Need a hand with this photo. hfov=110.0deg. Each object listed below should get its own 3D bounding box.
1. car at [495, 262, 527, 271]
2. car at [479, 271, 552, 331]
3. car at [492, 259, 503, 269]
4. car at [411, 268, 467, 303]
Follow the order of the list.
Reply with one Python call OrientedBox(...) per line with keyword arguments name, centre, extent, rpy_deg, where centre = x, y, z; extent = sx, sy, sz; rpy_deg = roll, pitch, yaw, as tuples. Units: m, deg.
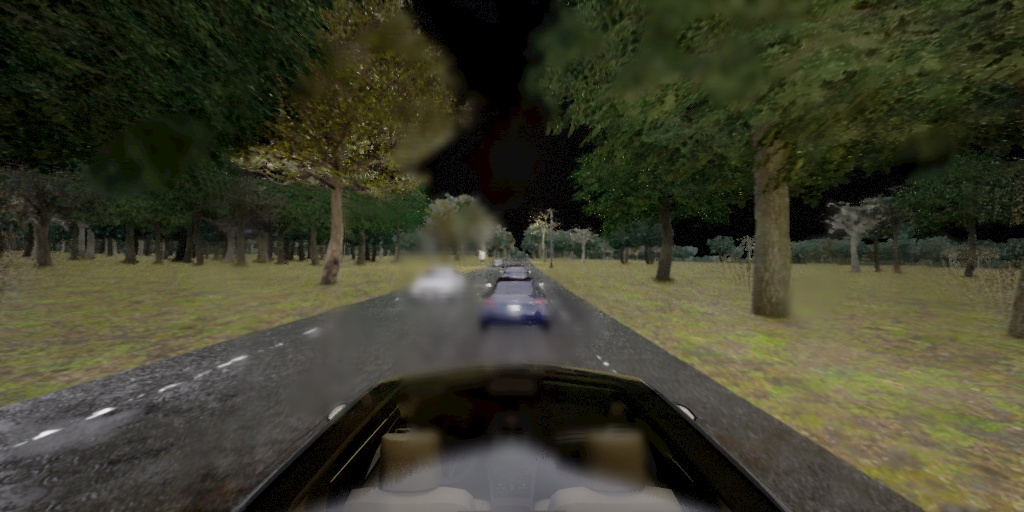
OrientedBox(name="car", centre=(0.255, 1.319, 24.029), extent=(2.033, 1.411, 5.357), rpy_deg=(0, 0, 2))
OrientedBox(name="car", centre=(0.105, 1.320, 11.075), extent=(1.994, 1.385, 4.181), rpy_deg=(0, 0, 1))
OrientedBox(name="car", centre=(-2.312, 1.323, 60.509), extent=(2.128, 1.511, 4.902), rpy_deg=(0, 0, 2))
OrientedBox(name="car", centre=(-3.283, 1.288, 16.873), extent=(1.812, 1.442, 4.674), rpy_deg=(0, 0, 2))
